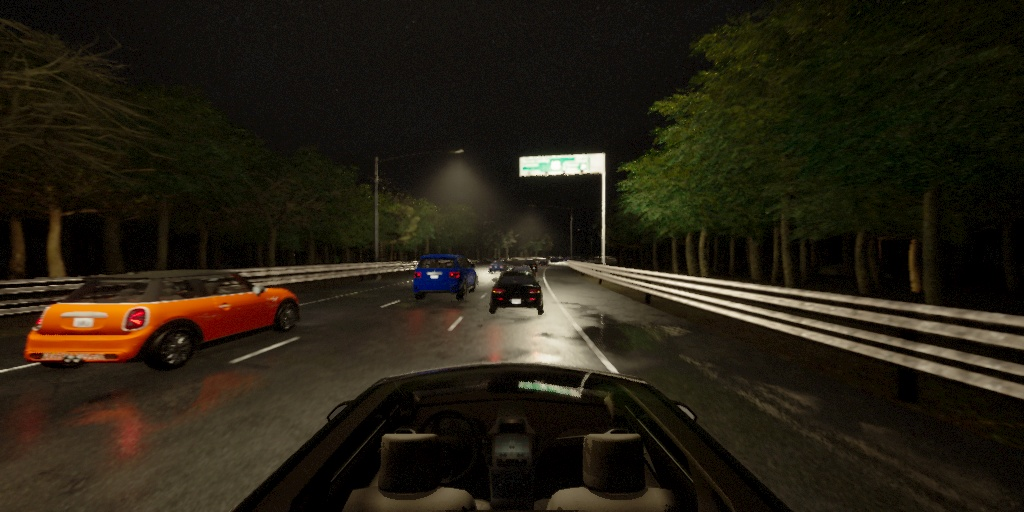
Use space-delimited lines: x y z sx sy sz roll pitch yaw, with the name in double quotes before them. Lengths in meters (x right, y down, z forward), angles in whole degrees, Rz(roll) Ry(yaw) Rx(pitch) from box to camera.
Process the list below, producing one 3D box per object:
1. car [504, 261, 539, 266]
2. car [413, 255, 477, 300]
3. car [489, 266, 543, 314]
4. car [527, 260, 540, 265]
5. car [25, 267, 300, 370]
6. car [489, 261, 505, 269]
"car" 0.771 1.312 26.320 1.994 1.385 4.181 0 0 3
"car" -3.124 0.964 17.680 2.150 2.045 5.566 0 0 2
"car" 0.203 1.276 13.701 1.812 1.442 4.674 0 0 2
"car" 2.274 1.265 44.954 1.812 1.442 4.674 0 0 6
"car" -6.834 1.087 7.874 2.097 1.767 4.553 0 0 1
"car" -1.525 1.281 42.449 2.033 1.411 5.357 0 0 6
